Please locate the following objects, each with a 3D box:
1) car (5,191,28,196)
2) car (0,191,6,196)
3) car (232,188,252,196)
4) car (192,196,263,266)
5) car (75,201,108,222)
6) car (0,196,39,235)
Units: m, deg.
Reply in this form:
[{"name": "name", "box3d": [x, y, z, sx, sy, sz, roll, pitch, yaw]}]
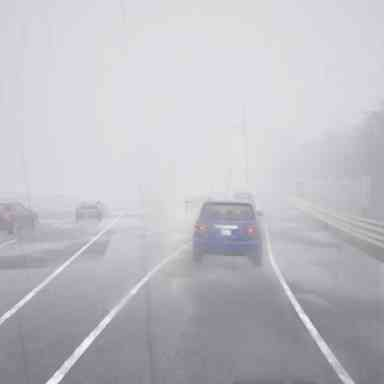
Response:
[{"name": "car", "box3d": [-29.602, 0.958, 57.200, 2.097, 1.767, 4.553, 0, 0, -7]}, {"name": "car", "box3d": [-33.489, 0.792, 59.877, 2.150, 2.045, 5.566, 0, 0, -8]}, {"name": "car", "box3d": [5.151, 0.953, 33.373, 2.150, 2.045, 5.566, 0, 2, 9]}, {"name": "car", "box3d": [1.387, 1.279, 12.129, 2.150, 2.045, 5.566, 1, -1, 9]}, {"name": "car", "box3d": [-7.628, 1.430, 25.517, 2.128, 1.511, 4.902, 0, 0, -8]}, {"name": "car", "box3d": [-10.100, 1.285, 18.235, 2.097, 1.767, 4.553, 0, 0, -7]}]
